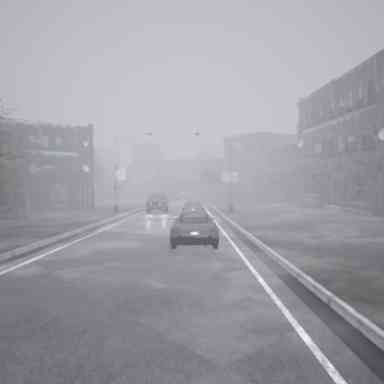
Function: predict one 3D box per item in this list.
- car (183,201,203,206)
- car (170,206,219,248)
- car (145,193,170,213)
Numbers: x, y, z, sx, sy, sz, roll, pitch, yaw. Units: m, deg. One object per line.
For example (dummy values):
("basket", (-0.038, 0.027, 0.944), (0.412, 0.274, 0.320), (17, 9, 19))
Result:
("car", (0.102, 1.491, 31.450), (1.994, 1.385, 4.181), (0, 0, 0))
("car", (0.101, 1.548, 14.734), (1.994, 1.385, 4.181), (0, 0, 0))
("car", (-3.595, 1.122, 35.384), (2.150, 2.045, 5.566), (0, 1, 0))
